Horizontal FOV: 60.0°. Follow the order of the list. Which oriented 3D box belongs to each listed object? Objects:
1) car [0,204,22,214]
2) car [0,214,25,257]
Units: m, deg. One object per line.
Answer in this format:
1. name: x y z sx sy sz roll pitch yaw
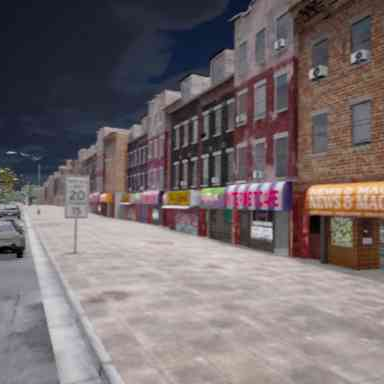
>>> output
1. car: -19.387 2.083 35.661 2.128 1.511 4.902 2 -2 -27
2. car: -7.990 1.795 13.692 1.994 1.385 4.181 2 -2 -27
